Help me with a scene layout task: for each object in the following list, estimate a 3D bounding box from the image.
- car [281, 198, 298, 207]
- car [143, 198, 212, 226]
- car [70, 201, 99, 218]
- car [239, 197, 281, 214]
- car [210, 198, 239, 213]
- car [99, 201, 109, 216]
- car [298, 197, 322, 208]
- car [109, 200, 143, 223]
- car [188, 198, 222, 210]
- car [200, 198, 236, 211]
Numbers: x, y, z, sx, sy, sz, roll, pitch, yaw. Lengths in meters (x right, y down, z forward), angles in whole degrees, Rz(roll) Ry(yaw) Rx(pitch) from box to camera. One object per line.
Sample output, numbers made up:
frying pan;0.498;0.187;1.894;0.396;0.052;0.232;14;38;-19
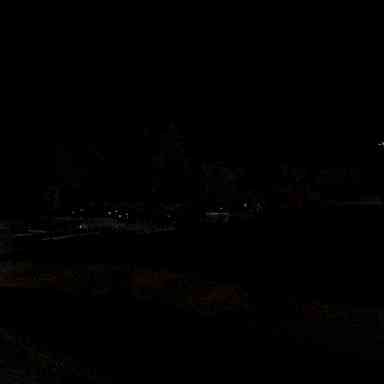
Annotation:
car;15.084;1.569;51.672;1.994;1.385;4.181;0;0;36
car;-0.921;1.477;23.902;1.882;1.535;5.008;0;0;36
car;-8.931;1.525;30.742;1.812;1.442;4.674;0;0;36
car;7.210;1.351;35.062;2.097;1.767;4.553;0;0;36
car;4.246;1.564;36.937;1.994;1.385;4.181;0;0;36
car;-5.437;1.505;29.591;1.837;1.490;4.892;0;0;36
car;18.004;1.513;49.734;1.882;1.535;5.008;0;0;36
car;-3.767;1.505;25.941;1.837;1.490;4.892;0;0;36
car;1.852;1.547;45.529;2.033;1.411;5.357;0;0;36
car;3.322;1.547;41.614;2.033;1.411;5.357;0;0;36
